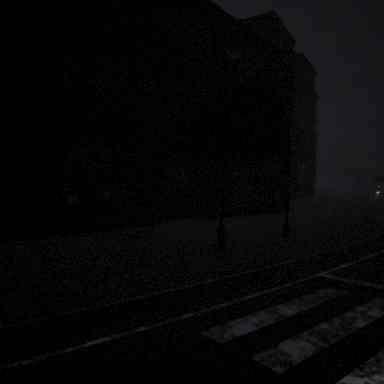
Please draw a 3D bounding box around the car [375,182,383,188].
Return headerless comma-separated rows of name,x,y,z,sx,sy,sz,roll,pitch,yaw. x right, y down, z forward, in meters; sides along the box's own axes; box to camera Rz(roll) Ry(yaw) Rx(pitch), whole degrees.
car,37.713,-1.228,66.691,1.837,1.490,4.892,2,4,18
